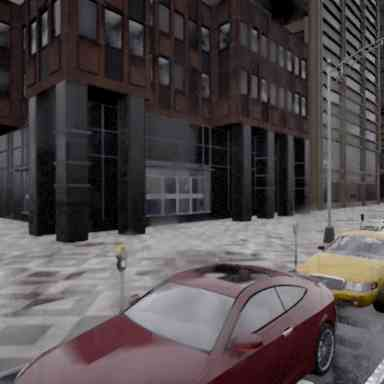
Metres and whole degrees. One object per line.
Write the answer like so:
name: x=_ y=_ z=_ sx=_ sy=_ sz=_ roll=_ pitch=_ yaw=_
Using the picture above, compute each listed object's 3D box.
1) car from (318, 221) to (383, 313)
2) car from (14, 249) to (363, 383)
car: x=4.011 y=1.490 z=7.675 sx=1.752 sy=1.417 sz=4.829 roll=0 pitch=0 yaw=44
car: x=0.246 y=1.575 z=3.760 sx=1.802 sy=1.307 sz=4.206 roll=0 pitch=0 yaw=44
